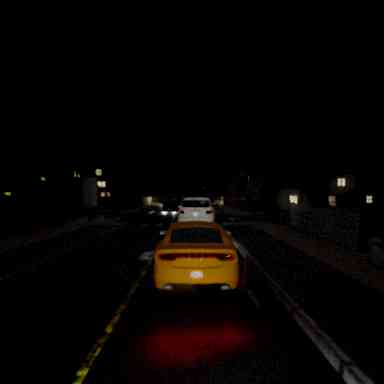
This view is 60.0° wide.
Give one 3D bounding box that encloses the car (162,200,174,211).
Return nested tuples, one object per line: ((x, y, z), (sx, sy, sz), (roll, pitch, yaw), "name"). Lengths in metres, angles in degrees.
((-2.877, 1.785, 44.071), (2.033, 1.411, 5.357), (0, 0, 0), "car")

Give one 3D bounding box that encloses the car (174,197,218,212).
((0.463, 1.334, 21.377), (2.150, 2.045, 5.566), (0, -1, 6), "car")

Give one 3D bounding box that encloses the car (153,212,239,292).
((0.097, 1.526, 9.109), (1.882, 1.535, 5.008), (0, -1, 0), "car")

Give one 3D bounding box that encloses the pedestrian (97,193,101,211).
((-9.702, 1.054, 34.464), (0.375, 1.860, 0.375), (0, 0, 1), "pedestrian")

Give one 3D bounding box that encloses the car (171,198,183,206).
((-2.808, 1.890, 64.776), (2.033, 1.411, 5.357), (0, 0, 1), "car")

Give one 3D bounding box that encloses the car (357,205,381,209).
((16.205, 1.985, 31.163), (5.008, 1.535, 1.882), (1, 1, 1), "car")
